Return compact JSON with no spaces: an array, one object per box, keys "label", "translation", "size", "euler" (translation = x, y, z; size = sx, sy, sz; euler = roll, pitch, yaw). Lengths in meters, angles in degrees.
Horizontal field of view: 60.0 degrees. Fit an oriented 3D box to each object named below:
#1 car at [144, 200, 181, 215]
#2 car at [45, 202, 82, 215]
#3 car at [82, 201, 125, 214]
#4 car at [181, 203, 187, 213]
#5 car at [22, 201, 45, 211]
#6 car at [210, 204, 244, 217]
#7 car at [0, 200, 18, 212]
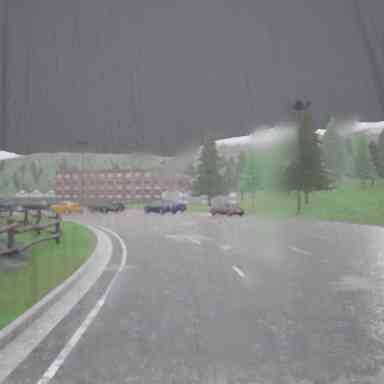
[{"label":"car","translation":[-3.911,1.780,40.410],"size":[2.097,1.767,4.553],"euler":[1,-1,-43]},{"label":"car","translation":[-15.358,1.907,40.744],"size":[5.008,1.535,1.882],"euler":[0,-1,34]},{"label":"car","translation":[-11.235,1.936,42.011],"size":[4.902,1.511,2.128],"euler":[0,-1,38]},{"label":"car","translation":[-2.851,1.947,44.281],"size":[1.882,1.535,5.008],"euler":[1,-1,-44]},{"label":"car","translation":[-22.489,2.036,48.459],"size":[4.674,1.442,1.812],"euler":[0,-1,23]},{"label":"car","translation":[3.812,1.954,36.677],"size":[1.994,1.385,4.181],"euler":[0,-1,-34]},{"label":"car","translation":[-26.686,1.839,46.341],"size":[4.553,1.767,2.097],"euler":[0,-1,19]}]
